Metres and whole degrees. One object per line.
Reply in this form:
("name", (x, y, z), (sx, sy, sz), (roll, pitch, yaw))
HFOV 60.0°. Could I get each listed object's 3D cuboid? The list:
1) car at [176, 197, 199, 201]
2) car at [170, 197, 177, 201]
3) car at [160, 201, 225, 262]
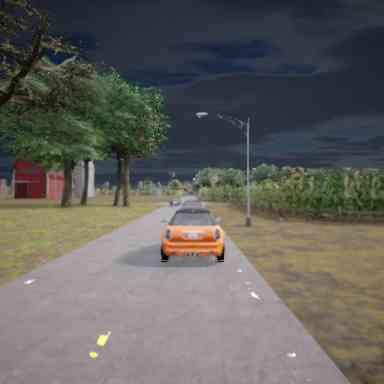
("car", (0.051, 1.444, 27.518), (2.097, 1.767, 4.553), (0, 0, 1))
("car", (-2.777, 1.666, 56.405), (2.128, 1.511, 4.902), (0, 0, 1))
("car", (0.046, 1.395, 12.518), (2.097, 1.767, 4.553), (0, 0, 1))
